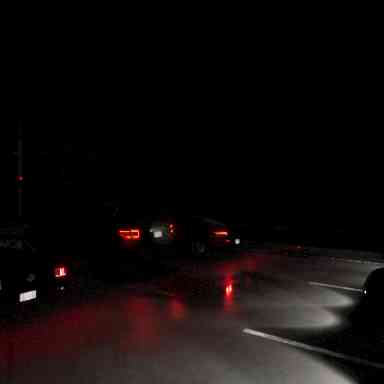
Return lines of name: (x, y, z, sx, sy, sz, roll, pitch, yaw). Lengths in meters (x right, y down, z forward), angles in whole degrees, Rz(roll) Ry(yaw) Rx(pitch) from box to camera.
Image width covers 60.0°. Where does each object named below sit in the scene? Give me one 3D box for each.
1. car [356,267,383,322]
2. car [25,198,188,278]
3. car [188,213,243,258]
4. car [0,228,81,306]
car: (5.289, 1.547, 4.519, 5.357, 1.411, 2.033, 0, 0, 36)
car: (-3.075, 1.221, 10.444, 5.566, 2.045, 2.150, 0, 0, 36)
car: (-0.310, 1.526, 12.761, 4.674, 1.442, 1.812, 0, 0, 36)
car: (-4.773, 1.601, 7.353, 4.718, 1.301, 1.895, 0, 0, 36)
